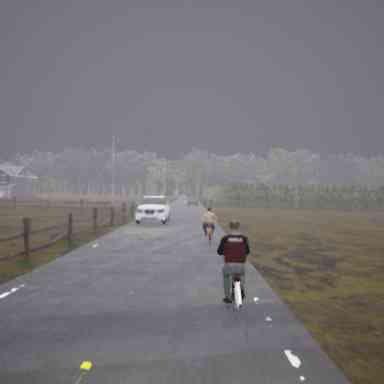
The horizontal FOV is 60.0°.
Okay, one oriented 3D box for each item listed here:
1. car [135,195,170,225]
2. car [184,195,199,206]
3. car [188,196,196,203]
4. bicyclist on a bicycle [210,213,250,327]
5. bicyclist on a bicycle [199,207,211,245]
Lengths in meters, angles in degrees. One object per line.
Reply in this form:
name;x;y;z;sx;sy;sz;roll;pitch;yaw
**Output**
car;-2.851;1.284;25.081;2.150;2.045;5.566;0;0;0
car;0.099;1.600;58.186;2.128;1.511;4.902;0;0;0
car;-0.003;1.624;73.913;1.837;1.490;4.892;0;0;0
bicyclist on a bicycle;0.760;1.387;6.188;0.659;1.776;1.843;0;0;0
bicyclist on a bicycle;0.763;1.475;14.846;0.866;1.612;1.509;0;0;0
